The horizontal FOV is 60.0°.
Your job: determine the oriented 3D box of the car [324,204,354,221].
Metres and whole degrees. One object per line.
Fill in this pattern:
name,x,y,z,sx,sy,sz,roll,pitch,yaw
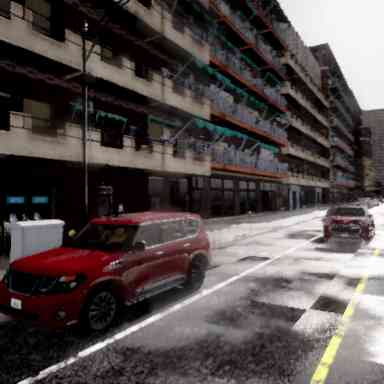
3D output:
car,13.846,1.842,31.156,1.947,1.339,4.313,-1,-1,33

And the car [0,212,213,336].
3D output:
car,-1.379,1.424,7.284,2.192,1.841,5.009,-1,-1,33

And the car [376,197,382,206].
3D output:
car,35.068,2.102,64.436,1.752,1.417,4.829,-1,-1,33

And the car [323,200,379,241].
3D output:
car,8.421,1.496,17.658,2.097,1.767,4.553,-1,-1,33

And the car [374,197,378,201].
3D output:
car,29.070,2.029,55.030,2.008,1.369,4.403,-1,-1,33

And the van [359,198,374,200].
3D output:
van,26.025,1.774,50.259,1.690,1.788,3.998,-1,-1,33

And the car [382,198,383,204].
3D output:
car,38.205,2.181,69.355,2.008,1.369,4.403,-1,-1,33
